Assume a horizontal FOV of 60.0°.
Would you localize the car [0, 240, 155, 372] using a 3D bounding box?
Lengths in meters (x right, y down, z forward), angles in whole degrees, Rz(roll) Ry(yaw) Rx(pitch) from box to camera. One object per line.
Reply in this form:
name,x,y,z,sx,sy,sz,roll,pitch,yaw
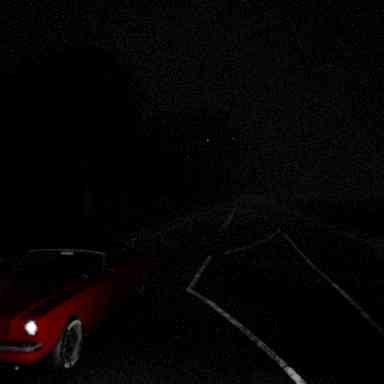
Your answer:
car,-2.156,1.612,5.888,1.895,1.301,4.718,0,-1,9
